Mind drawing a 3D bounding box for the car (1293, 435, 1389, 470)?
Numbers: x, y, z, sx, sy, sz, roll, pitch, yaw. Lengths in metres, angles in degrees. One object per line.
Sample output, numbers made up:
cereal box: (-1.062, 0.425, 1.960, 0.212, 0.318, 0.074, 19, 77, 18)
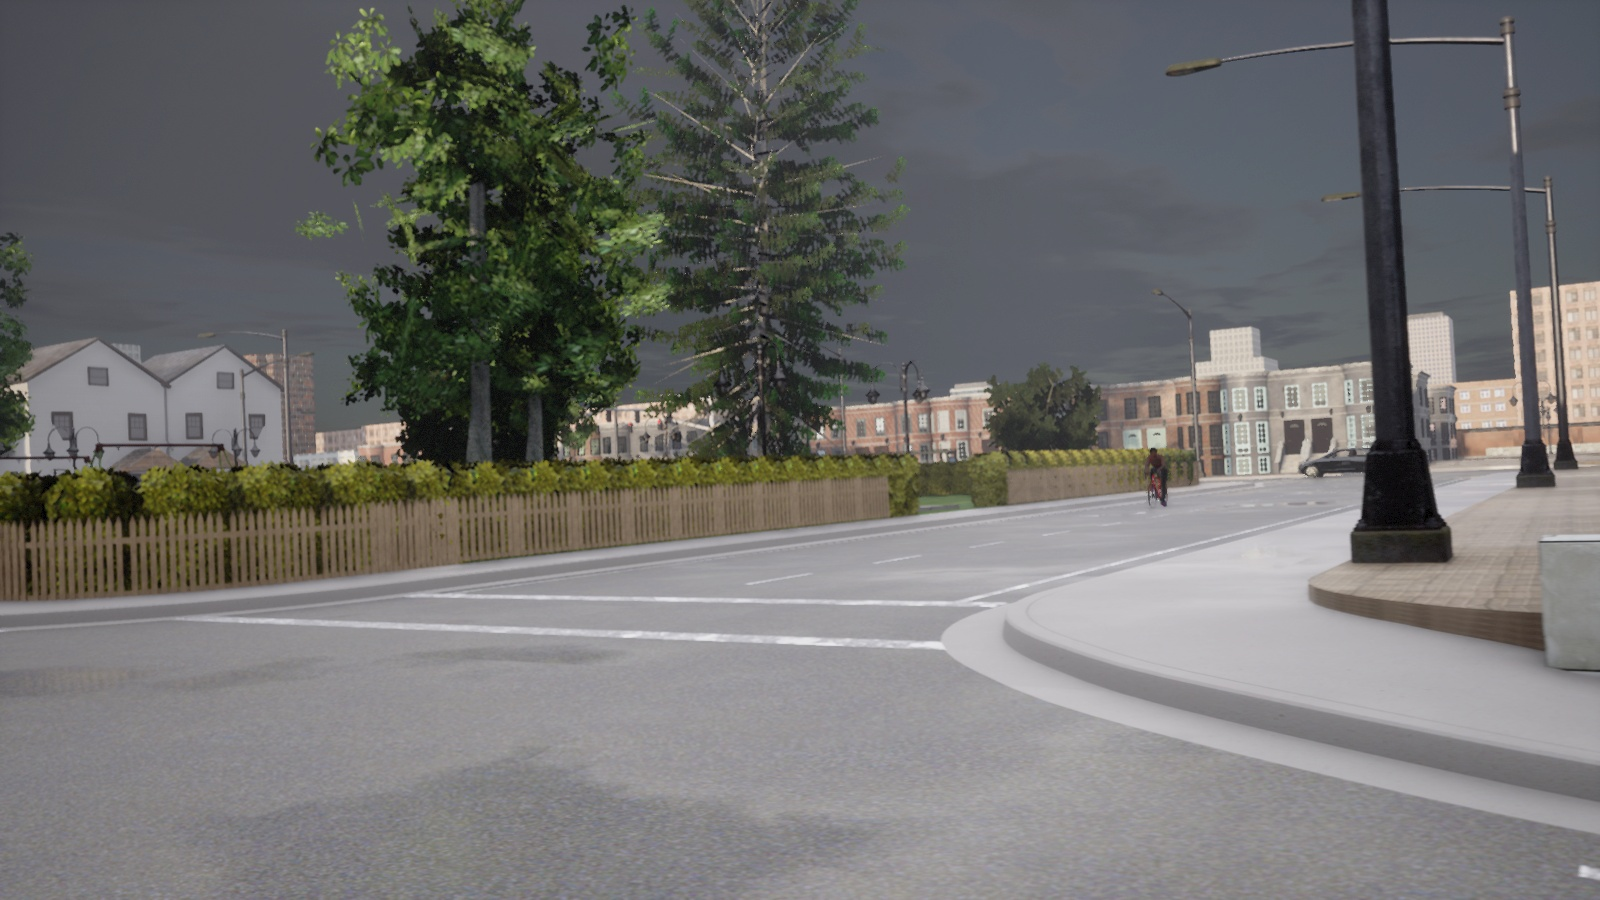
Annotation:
car: (27.864, 0.129, 64.693, 4.193, 1.474, 1.816, -5, -2, 33)

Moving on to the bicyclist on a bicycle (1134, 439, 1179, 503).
bicyclist on a bicycle: (9.554, 0.557, 33.593, 0.582, 1.620, 1.656, -5, -1, 33)
